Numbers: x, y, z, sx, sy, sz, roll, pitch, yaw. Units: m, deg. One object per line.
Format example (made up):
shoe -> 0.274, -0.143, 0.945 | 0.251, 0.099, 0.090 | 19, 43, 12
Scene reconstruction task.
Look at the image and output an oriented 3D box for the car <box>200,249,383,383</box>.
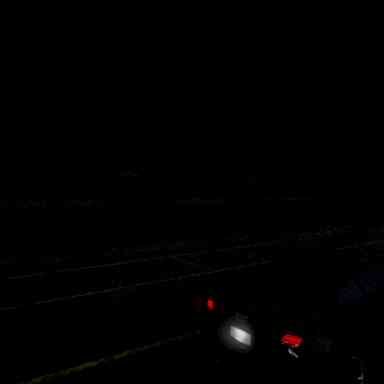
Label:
car -> 2.170, 1.564, 4.865 | 4.181, 1.385, 1.994 | 0, 0, -35
